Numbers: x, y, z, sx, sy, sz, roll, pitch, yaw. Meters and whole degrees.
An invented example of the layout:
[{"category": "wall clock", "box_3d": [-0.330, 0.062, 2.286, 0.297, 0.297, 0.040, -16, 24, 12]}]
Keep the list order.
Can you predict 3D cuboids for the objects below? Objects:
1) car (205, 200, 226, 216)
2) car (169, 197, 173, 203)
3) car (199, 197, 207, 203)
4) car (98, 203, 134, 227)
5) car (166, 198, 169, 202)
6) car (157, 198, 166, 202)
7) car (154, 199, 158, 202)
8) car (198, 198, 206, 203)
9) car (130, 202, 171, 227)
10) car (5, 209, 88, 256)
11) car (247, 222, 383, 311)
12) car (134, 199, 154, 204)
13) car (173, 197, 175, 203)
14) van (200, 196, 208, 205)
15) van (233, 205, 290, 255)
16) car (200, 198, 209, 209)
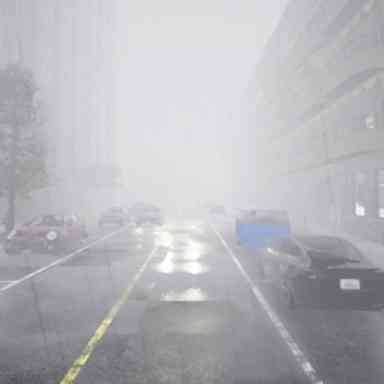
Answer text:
[{"category": "car", "box_3d": [2.699, 1.857, 36.043, 1.802, 1.307, 4.206, 1, 0, 0]}, {"category": "car", "box_3d": [-5.681, 2.063, 70.018, 1.887, 1.381, 4.507, 1, 0, 0]}, {"category": "car", "box_3d": [2.699, 1.986, 58.670, 2.008, 1.369, 4.403, 1, 0, 0]}, {"category": "car", "box_3d": [-5.681, 1.776, 24.766, 1.802, 1.307, 4.206, 1, 0, 0]}, {"category": "car", "box_3d": [-5.681, 2.005, 58.705, 1.947, 1.339, 4.313, 1, 0, 0]}, {"category": "car", "box_3d": [-5.679, 1.840, 53.050, 1.967, 1.590, 4.097, 1, 0, 0]}, {"category": "car", "box_3d": [-5.681, 1.901, 41.734, 1.802, 1.307, 4.206, 1, 0, 0]}, {"category": "car", "box_3d": [2.705, 2.198, 86.950, 1.947, 1.339, 4.313, 1, 0, 0]}, {"category": "car", "box_3d": [-3.001, 1.743, 25.112, 2.033, 1.411, 5.357, 0, 0, 0]}, {"category": "car", "box_3d": [-5.679, 1.548, 13.454, 1.967, 1.590, 4.097, 1, 0, 0]}, {"category": "car", "box_3d": [2.700, 1.626, 7.761, 1.947, 1.339, 4.313, 1, 0, 0]}, {"category": "car", "box_3d": [-5.679, 1.718, 36.080, 1.967, 1.590, 4.097, 1, 0, 0]}, {"category": "car", "box_3d": [-5.682, 2.109, 75.674, 2.008, 1.369, 4.403, 1, 0, 0]}, {"category": "van", "box_3d": [2.702, 1.895, 75.640, 1.690, 1.788, 3.998, 1, 0, 0]}, {"category": "van", "box_3d": [2.703, 1.445, 13.420, 1.690, 1.788, 3.998, 1, 0, 0]}, {"category": "car", "box_3d": [2.699, 1.978, 53.013, 1.802, 1.307, 4.206, 1, 0, 0]}]
